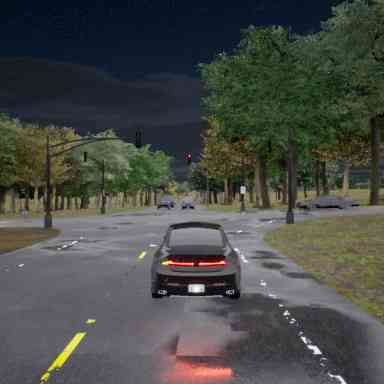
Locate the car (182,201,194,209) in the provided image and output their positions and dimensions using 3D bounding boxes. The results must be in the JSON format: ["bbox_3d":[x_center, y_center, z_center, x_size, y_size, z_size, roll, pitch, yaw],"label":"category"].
[{"bbox_3d":[-0.598,2.041,52.193,1.895,1.301,4.718,0,-1,-1],"label":"car"}]

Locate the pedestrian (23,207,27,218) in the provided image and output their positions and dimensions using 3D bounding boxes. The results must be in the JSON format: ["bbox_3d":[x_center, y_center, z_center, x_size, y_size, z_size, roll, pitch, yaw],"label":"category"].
[{"bbox_3d":[-18.115,2.203,36.069,0.375,1.300,0.375,0,1,2],"label":"pedestrian"}]

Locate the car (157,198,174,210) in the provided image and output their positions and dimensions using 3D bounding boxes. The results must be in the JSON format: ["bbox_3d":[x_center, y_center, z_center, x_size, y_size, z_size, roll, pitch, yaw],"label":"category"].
[{"bbox_3d":[-4.204,2.007,50.223,1.895,1.301,4.718,0,-1,-1],"label":"car"}]

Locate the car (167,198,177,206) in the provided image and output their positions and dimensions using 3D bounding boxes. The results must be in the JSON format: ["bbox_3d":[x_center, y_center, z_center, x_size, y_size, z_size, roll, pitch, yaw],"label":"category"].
[{"bbox_3d":[-4.815,2.393,80.647,2.097,1.767,4.553,0,-2,-1],"label":"car"}]

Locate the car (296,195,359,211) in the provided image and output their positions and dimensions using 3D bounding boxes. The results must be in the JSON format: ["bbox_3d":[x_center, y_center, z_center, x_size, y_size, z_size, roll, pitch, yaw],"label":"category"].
[{"bbox_3d":[12.556,1.006,31.034,5.357,1.411,2.033,-2,-1,2],"label":"car"}]

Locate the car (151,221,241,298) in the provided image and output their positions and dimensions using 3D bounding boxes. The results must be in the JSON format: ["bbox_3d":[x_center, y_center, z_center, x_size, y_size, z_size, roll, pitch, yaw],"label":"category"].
[{"bbox_3d":[0.083,1.508,8.477,1.837,1.490,4.892,0,0,0],"label":"car"}]

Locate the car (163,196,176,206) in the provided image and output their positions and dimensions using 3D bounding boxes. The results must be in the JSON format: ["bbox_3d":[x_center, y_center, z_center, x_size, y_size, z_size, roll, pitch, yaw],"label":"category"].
[{"bbox_3d":[-4.410,1.802,60.090,2.150,2.045,5.566,0,-1,-2],"label":"car"}]
